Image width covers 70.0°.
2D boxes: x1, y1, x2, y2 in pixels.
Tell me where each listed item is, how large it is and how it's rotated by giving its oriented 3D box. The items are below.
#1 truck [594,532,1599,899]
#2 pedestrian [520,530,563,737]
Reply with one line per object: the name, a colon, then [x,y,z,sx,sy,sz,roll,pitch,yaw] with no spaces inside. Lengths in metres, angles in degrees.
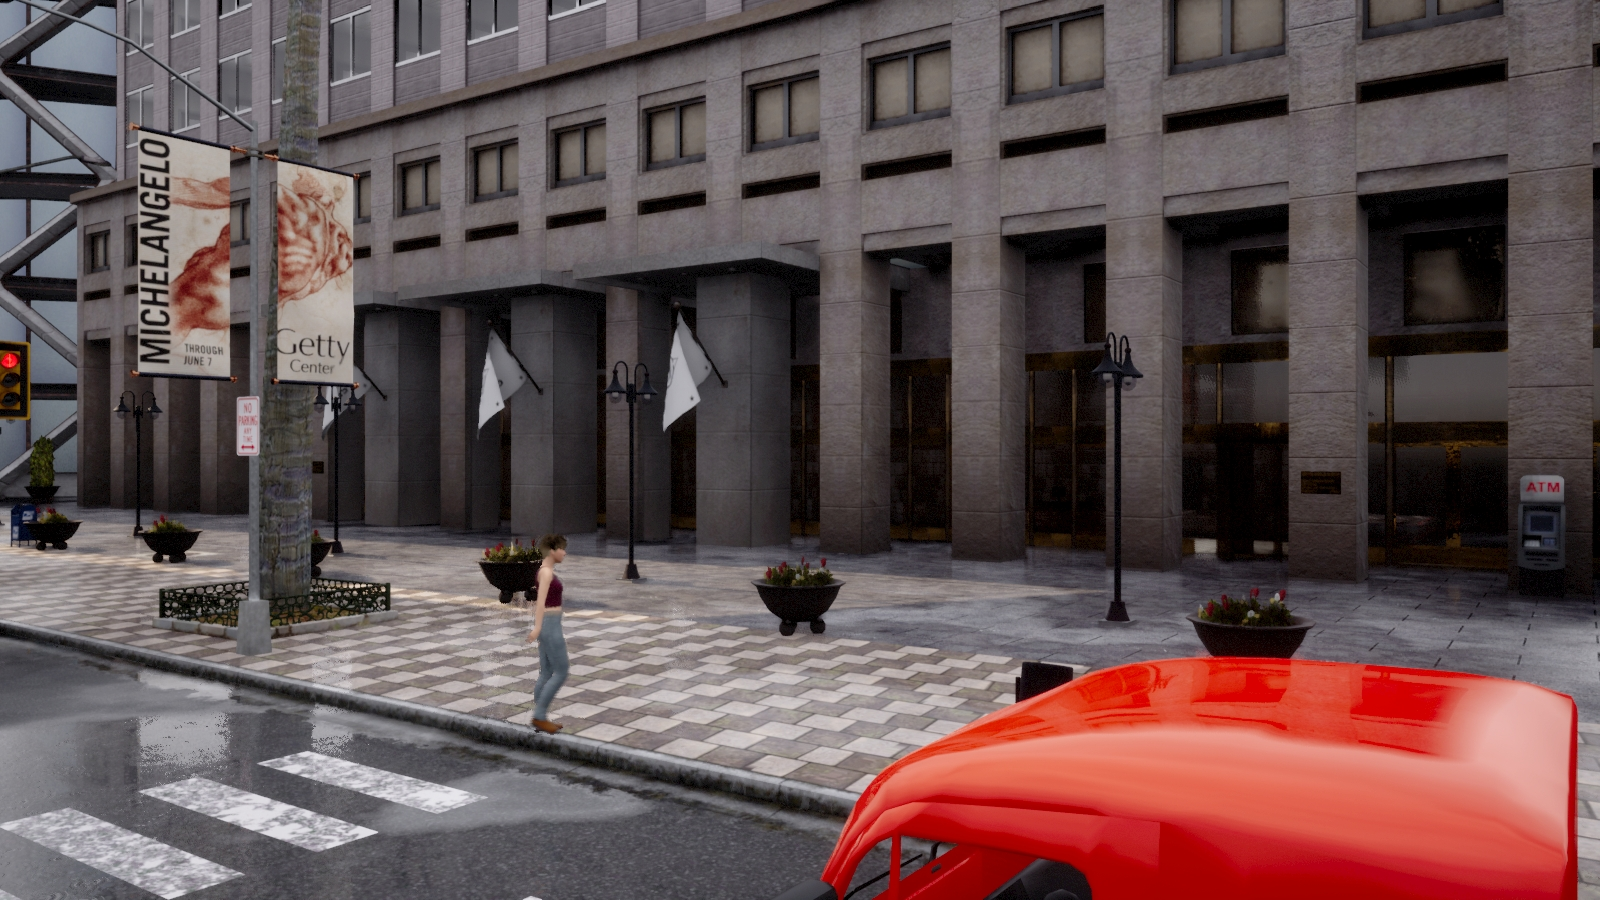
truck: [2.439,1.568,2.094,5.204,2.467,2.627,0,0,35]
pedestrian: [-2.420,1.694,10.669,0.375,1.860,0.375,0,0,-15]
